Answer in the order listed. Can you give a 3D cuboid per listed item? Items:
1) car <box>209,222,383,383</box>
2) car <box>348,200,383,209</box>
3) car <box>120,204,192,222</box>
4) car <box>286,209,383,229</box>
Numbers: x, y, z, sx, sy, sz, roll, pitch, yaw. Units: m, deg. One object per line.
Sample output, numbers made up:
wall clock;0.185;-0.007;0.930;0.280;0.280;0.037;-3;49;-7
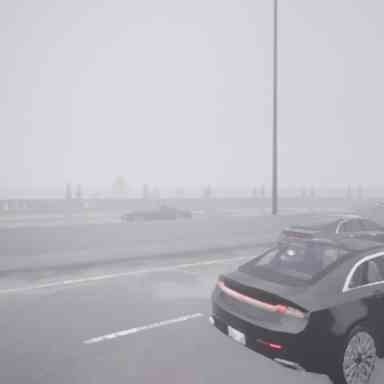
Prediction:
car;2.580;1.474;5.218;4.902;1.511;2.128;0;0;-32
car;14.697;1.417;26.693;4.902;1.511;2.128;0;0;-20
car;-2.464;1.499;22.744;4.718;1.301;1.895;0;0;-29
car;4.922;1.471;10.614;4.892;1.490;1.837;0;0;-29
